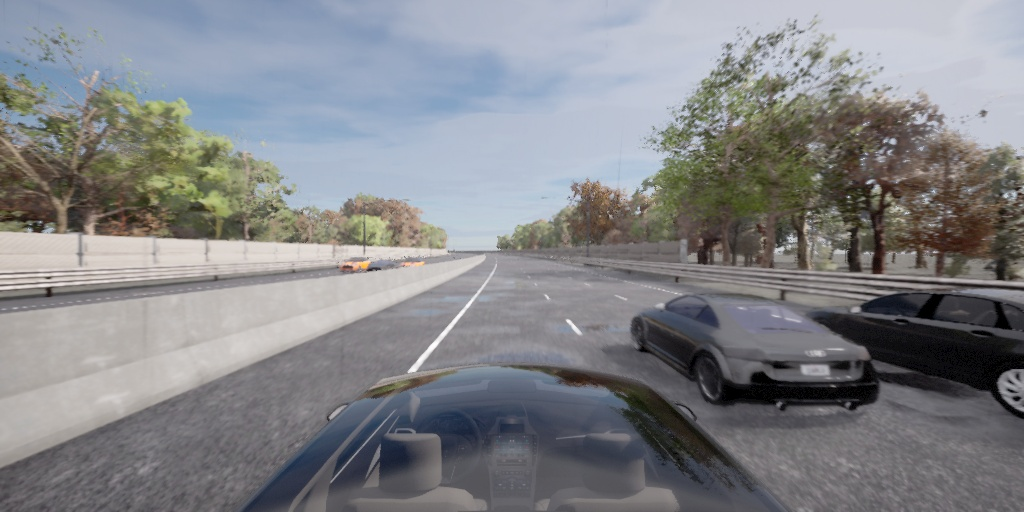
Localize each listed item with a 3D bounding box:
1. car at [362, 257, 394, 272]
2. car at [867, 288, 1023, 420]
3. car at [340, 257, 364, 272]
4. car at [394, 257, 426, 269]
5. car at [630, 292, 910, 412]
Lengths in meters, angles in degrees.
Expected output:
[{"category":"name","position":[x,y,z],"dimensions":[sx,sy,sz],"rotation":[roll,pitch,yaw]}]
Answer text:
[{"category":"car","position":[-14.440,1.107,40.173],"dimensions":[2.033,1.411,5.357],"rotation":[0,1,-1]},{"category":"car","position":[7.094,1.253,5.703],"dimensions":[1.837,1.490,4.892],"rotation":[0,0,0]},{"category":"car","position":[-17.973,0.900,41.345],"dimensions":[2.097,1.767,4.553],"rotation":[0,1,-1]},{"category":"car","position":[-10.936,0.917,39.497],"dimensions":[2.097,1.767,4.553],"rotation":[0,1,-1]},{"category":"car","position":[3.593,1.317,6.255],"dimensions":[1.994,1.385,4.181],"rotation":[0,0,0]}]
